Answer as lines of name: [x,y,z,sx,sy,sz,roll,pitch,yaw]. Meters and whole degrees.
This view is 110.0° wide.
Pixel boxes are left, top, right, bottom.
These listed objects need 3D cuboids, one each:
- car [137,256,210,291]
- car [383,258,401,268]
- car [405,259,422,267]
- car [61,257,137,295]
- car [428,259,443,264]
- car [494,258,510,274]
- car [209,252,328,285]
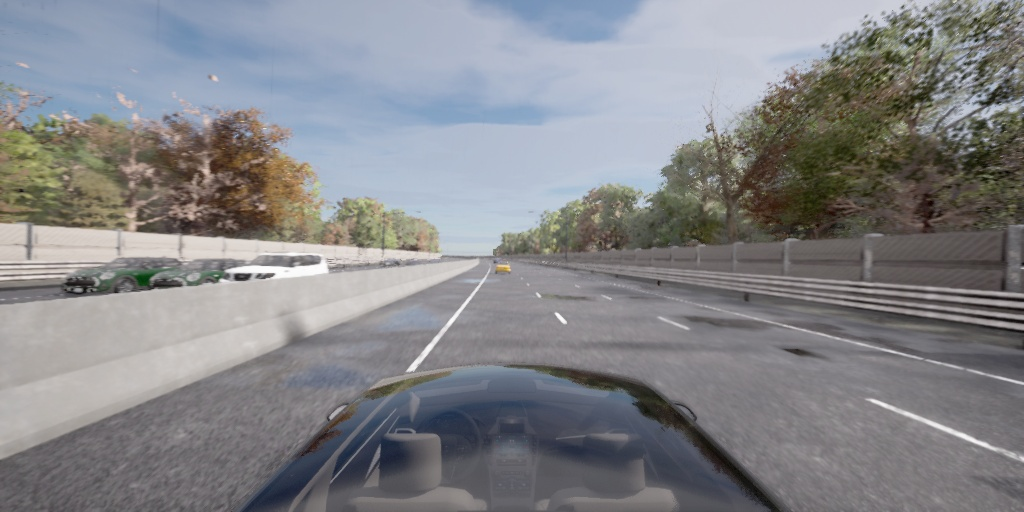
car: [-14.340,0.883,17.072,2.097,1.767,4.553,1,0,-1]
car: [-19.352,1.082,57.921,2.128,1.511,4.902,1,0,-2]
car: [-15.866,1.217,58.140,1.994,1.385,4.181,1,0,-2]
car: [-17.836,0.814,16.954,2.097,1.767,4.553,1,0,-1]
car: [-12.369,1.220,58.301,2.128,1.511,4.902,1,0,-2]
car: [-1.144,1.355,44.770,1.801,1.575,5.366,1,0,-2]
car: [-10.837,0.820,16.965,2.150,2.045,5.566,1,0,-1]
